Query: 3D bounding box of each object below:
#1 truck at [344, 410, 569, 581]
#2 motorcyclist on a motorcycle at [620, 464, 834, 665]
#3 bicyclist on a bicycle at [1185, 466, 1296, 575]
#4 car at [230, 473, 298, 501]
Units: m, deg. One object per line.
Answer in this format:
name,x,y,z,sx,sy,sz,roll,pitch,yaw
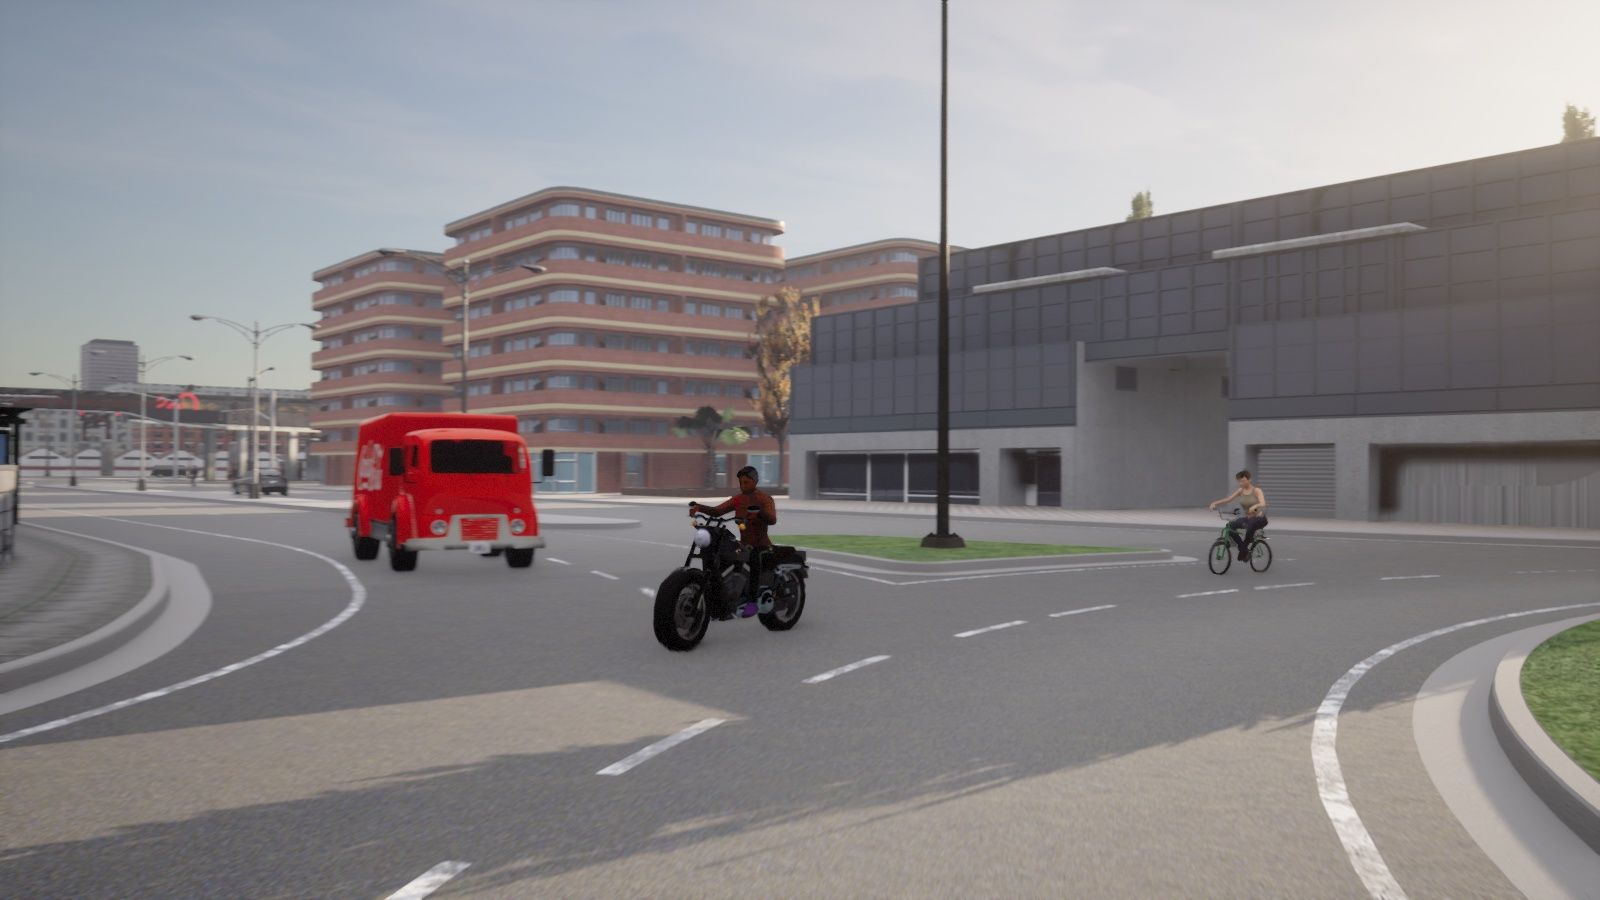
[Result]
truck,-5.907,0.689,21.041,2.627,2.467,5.204,0,-1,-27
motorcyclist on a motorcycle,-0.601,0.961,11.573,0.766,1.649,2.350,0,-1,31
bicyclist on a bicycle,6.835,1.064,19.476,1.509,1.612,0.866,1,0,-32
car,-29.803,2.045,69.734,2.163,1.488,4.792,1,-1,-40
